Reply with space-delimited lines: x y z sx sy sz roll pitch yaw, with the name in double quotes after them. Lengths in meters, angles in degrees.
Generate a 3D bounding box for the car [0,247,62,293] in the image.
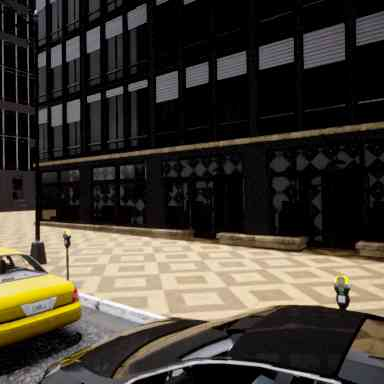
-3.957 1.527 5.877 4.829 1.417 1.752 0 -1 35 "car"

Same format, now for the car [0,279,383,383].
0.677 1.566 2.363 4.313 1.339 1.947 0 -1 35 "car"
